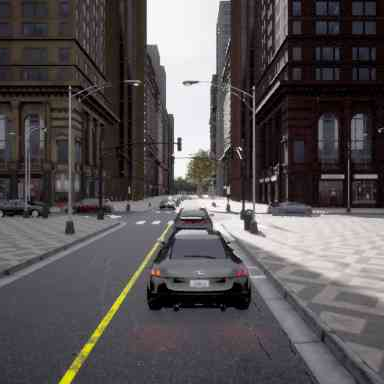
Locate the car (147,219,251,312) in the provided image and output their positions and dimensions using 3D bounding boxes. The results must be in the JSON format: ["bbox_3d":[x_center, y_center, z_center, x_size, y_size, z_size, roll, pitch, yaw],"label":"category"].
[{"bbox_3d":[0.108,1.564,7.812,1.994,1.385,4.181,0,0,-1],"label":"car"}]

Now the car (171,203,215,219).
[{"bbox_3d":[0.062,1.505,16.720,1.837,1.490,4.892,0,0,0],"label":"car"}]

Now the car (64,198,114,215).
[{"bbox_3d":[-9.925,1.321,32.176,4.553,1.767,2.097,0,0,0],"label":"car"}]

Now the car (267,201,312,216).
[{"bbox_3d":[9.395,1.595,32.168,4.181,1.385,1.994,0,0,0],"label":"car"}]

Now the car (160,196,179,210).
[{"bbox_3d":[-3.089,1.547,43.176,2.033,1.411,5.357,0,0,0],"label":"car"}]

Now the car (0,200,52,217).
[{"bbox_3d":[-14.747,1.454,28.968,4.892,1.490,1.837,0,0,-1],"label":"car"}]

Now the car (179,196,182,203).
[{"bbox_3d":[-3.089,1.495,52.937,2.128,1.511,4.902,0,0,0],"label":"car"}]

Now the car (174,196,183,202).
[{"bbox_3d":[-2.996,1.546,75.670,1.812,1.442,4.674,0,0,0],"label":"car"}]

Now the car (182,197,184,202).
[{"bbox_3d":[-3.054,1.560,63.251,2.033,1.411,5.357,0,0,0],"label":"car"}]
